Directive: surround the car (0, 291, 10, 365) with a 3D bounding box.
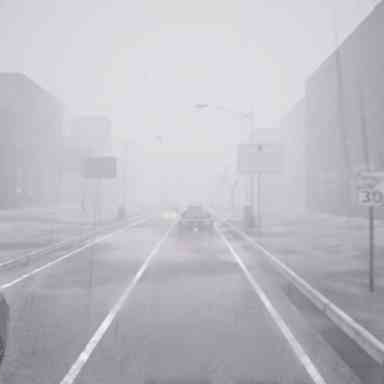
[{"bbox_3d":[-3.090,1.503,2.028,1.837,1.490,4.892,0,0,0],"label":"car"}]

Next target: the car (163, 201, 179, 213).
[{"bbox_3d":[-2.831,2.040,45.459,2.128,1.511,4.902,0,-1,1],"label":"car"}]

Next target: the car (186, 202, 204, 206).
[{"bbox_3d":[0.308,1.912,37.920,1.882,1.535,5.008,0,-1,0],"label":"car"}]

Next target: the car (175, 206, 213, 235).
[{"bbox_3d":[0.213,1.710,19.673,1.895,1.301,4.718,0,-1,0],"label":"car"}]
